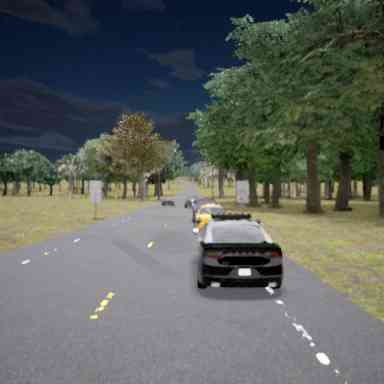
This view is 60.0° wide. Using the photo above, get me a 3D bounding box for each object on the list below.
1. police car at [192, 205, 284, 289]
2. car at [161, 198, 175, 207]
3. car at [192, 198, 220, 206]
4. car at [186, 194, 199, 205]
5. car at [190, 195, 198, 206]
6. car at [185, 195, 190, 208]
[{"bbox_3d":[1.057,1.391,9.236,1.930,1.638,5.238,0,0,0],"label":"police car"},{"bbox_3d":[-3.540,1.501,48.949,1.895,1.301,4.718,0,0,0],"label":"car"},{"bbox_3d":[1.067,1.391,19.320,1.801,1.575,5.366,0,0,0],"label":"car"},{"bbox_3d":[0.057,1.270,58.649,2.097,1.767,4.553,0,0,0],"label":"car"},{"bbox_3d":[1.071,1.271,25.105,2.097,1.767,4.553,0,0,0],"label":"car"},{"bbox_3d":[0.071,1.252,46.061,2.097,1.767,4.553,0,0,1],"label":"car"}]
